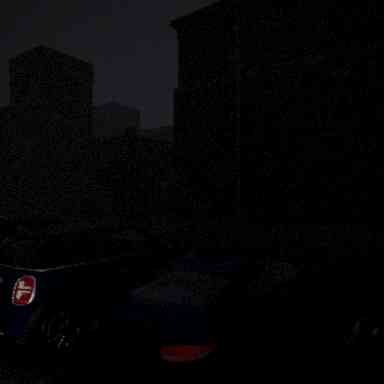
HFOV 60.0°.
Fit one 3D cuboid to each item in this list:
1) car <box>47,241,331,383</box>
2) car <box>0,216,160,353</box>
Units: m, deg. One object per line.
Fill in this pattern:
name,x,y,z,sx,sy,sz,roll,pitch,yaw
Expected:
car,0.642,1.521,4.895,2.002,1.452,4.674,0,0,36
car,-1.637,1.358,6.486,2.185,1.767,4.553,0,0,36
